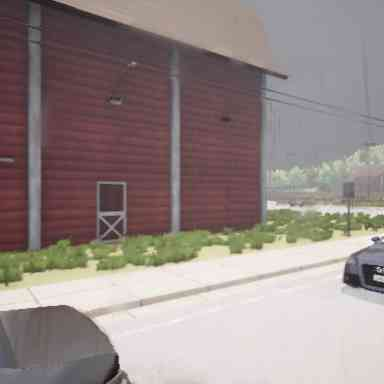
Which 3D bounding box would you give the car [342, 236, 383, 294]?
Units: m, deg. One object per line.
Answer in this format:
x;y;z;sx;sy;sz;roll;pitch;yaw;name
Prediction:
5.415;1.563;7.852;4.181;1.385;1.994;0;0;-36;car

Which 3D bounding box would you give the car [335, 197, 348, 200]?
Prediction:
26.058;1.512;57.818;3.905;1.438;1.784;0;0;-36;car

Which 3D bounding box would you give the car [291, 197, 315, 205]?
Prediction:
16.377;1.499;49.262;4.193;1.474;1.816;0;0;-36;car

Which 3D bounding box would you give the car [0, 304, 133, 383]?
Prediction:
-3.008;1.548;1.847;5.357;1.411;2.033;0;0;-36;car
